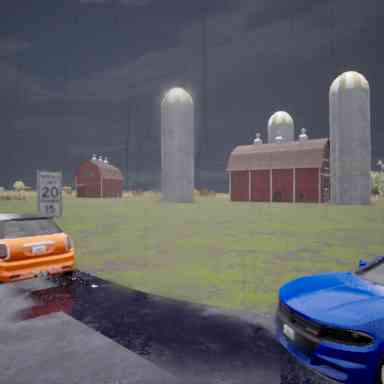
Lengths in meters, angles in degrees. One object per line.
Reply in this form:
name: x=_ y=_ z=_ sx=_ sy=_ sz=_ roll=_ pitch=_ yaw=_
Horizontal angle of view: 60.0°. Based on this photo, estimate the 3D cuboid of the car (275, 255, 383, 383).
car: x=3.656 y=1.515 z=4.673 sx=5.008 sy=1.535 sz=1.882 roll=1 pitch=-1 yaw=-12

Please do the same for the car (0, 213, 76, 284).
car: x=-5.179 y=1.354 z=9.098 sx=4.553 sy=1.767 sz=2.097 roll=0 pitch=0 yaw=40
